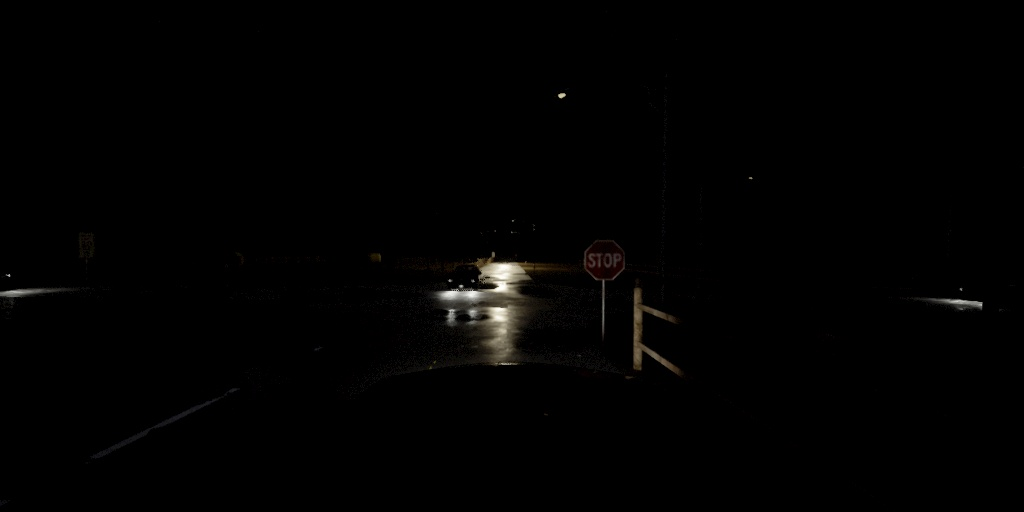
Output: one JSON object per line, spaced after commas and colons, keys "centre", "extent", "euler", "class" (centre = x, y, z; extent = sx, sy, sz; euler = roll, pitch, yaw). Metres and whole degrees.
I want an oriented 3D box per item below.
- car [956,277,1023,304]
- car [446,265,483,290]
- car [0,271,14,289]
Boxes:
{"centre": [28.568, 1.903, 20.111], "extent": [5.357, 1.411, 2.033], "euler": [1, 1, -1], "class": "car"}
{"centre": [-2.873, 1.302, 22.887], "extent": [2.033, 1.411, 5.357], "euler": [1, 0, 0], "class": "car"}
{"centre": [-26.239, 0.872, 16.545], "extent": [4.674, 1.442, 1.812], "euler": [1, 1, -1], "class": "car"}
